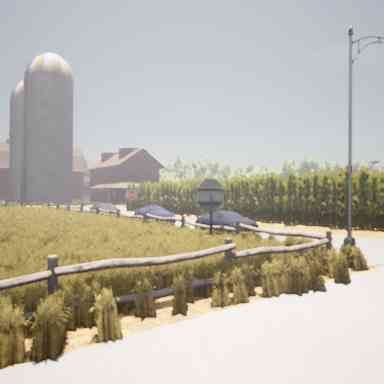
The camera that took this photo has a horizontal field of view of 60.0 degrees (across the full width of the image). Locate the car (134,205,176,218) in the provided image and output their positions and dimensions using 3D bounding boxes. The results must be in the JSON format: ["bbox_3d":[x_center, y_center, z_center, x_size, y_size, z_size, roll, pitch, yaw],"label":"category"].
[{"bbox_3d":[-3.041,1.806,26.533,1.812,1.442,4.674,1,-1,-35],"label":"car"}]

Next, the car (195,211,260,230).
[{"bbox_3d":[1.974,1.796,19.520,1.994,1.385,4.181,1,-1,-36],"label":"car"}]

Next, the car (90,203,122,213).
[{"bbox_3d":[-9.195,1.848,35.172,2.033,1.411,5.357,1,0,-35],"label":"car"}]
